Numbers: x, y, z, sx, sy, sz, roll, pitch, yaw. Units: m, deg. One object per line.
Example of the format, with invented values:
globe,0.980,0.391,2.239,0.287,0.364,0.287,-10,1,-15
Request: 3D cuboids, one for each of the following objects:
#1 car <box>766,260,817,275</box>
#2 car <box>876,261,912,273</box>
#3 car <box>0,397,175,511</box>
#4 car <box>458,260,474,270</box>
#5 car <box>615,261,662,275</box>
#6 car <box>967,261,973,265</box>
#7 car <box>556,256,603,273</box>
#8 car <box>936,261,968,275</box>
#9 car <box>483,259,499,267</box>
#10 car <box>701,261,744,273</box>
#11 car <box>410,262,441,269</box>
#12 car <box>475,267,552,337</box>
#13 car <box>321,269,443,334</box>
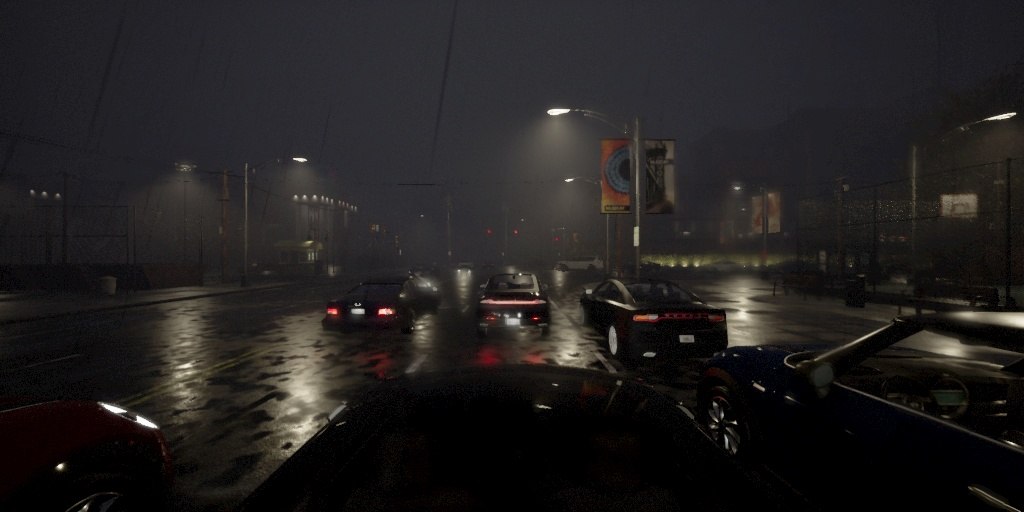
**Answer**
car,30.403,1.227,39.246,5.008,1.535,1.882,0,0,0
car,44.871,1.279,42.796,4.674,1.442,1.812,0,0,0
car,-3.403,1.102,0.579,2.097,1.767,4.553,0,0,0
car,-6.858,1.276,53.530,1.812,1.442,4.674,0,0,3
car,13.758,1.242,39.189,4.902,1.511,2.128,0,0,1
car,45.195,1.297,32.295,5.357,1.411,2.033,0,0,-1
car,8.248,0.974,43.821,5.566,2.045,2.150,0,1,18
car,45.162,1.241,35.795,4.902,1.511,2.128,0,0,-1
car,-3.472,1.297,55.294,2.033,1.411,5.357,0,0,1
car,25.064,1.275,42.685,4.674,1.442,1.812,0,0,-1
car,-7.109,1.241,29.529,2.128,1.511,4.902,0,0,0
car,0.054,1.242,10.321,2.128,1.511,4.902,0,0,0
car,-3.443,1.297,10.584,2.033,1.411,5.357,0,0,0
